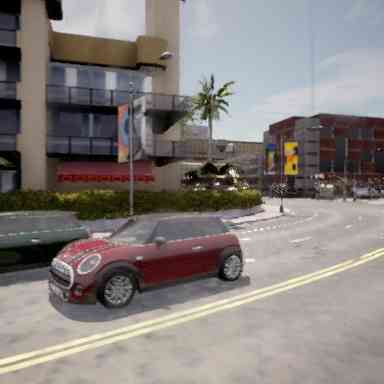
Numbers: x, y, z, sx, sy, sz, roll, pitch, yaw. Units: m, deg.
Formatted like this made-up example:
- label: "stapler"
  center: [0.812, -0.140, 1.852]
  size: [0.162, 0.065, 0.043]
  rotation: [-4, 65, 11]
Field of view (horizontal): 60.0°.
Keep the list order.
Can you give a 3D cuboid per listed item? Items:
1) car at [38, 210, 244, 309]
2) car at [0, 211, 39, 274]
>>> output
- label: "car"
  center: [-0.911, 1.326, 7.944]
  size: [4.553, 1.767, 2.097]
  rotation: [0, 0, -38]
- label: "car"
  center: [-5.084, 1.333, 9.180]
  size: [4.553, 1.767, 2.097]
  rotation: [0, 0, -37]
